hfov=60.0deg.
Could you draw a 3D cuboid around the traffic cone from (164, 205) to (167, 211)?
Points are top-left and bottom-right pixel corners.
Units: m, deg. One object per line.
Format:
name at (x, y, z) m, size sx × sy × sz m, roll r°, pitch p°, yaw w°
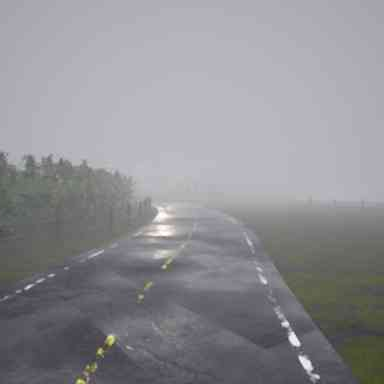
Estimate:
traffic cone at (-2.909, 1.770, 36.772) m, size 0.340 × 0.580 × 0.340 m, roll 0°, pitch 0°, yaw -7°
